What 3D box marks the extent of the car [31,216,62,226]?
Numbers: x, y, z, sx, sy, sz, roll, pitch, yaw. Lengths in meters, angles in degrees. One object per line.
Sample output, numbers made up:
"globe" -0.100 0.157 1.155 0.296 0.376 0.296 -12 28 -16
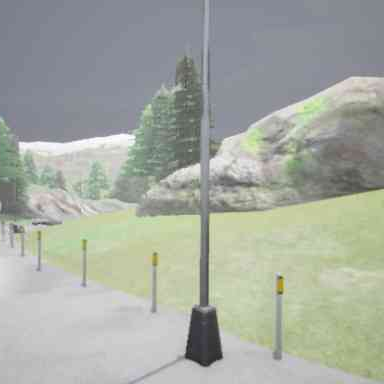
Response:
"car" -19.612 3.957 45.207 1.895 1.301 4.718 0 -5 7
